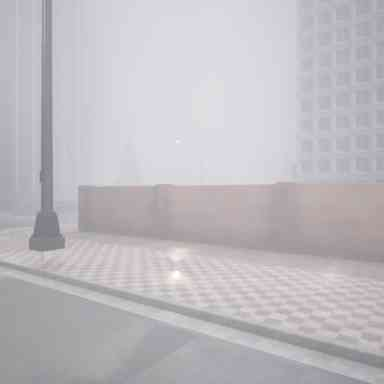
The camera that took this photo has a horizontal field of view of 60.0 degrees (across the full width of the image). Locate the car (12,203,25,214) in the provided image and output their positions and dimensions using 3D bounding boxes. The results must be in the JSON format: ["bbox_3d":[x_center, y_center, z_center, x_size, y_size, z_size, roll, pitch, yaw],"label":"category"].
[{"bbox_3d":[-15.901,1.491,34.264,2.128,1.511,4.902,0,0,35],"label":"car"}]

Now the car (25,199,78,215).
[{"bbox_3d":[-13.078,1.504,32.193,1.837,1.490,4.892,0,0,35],"label":"car"}]
